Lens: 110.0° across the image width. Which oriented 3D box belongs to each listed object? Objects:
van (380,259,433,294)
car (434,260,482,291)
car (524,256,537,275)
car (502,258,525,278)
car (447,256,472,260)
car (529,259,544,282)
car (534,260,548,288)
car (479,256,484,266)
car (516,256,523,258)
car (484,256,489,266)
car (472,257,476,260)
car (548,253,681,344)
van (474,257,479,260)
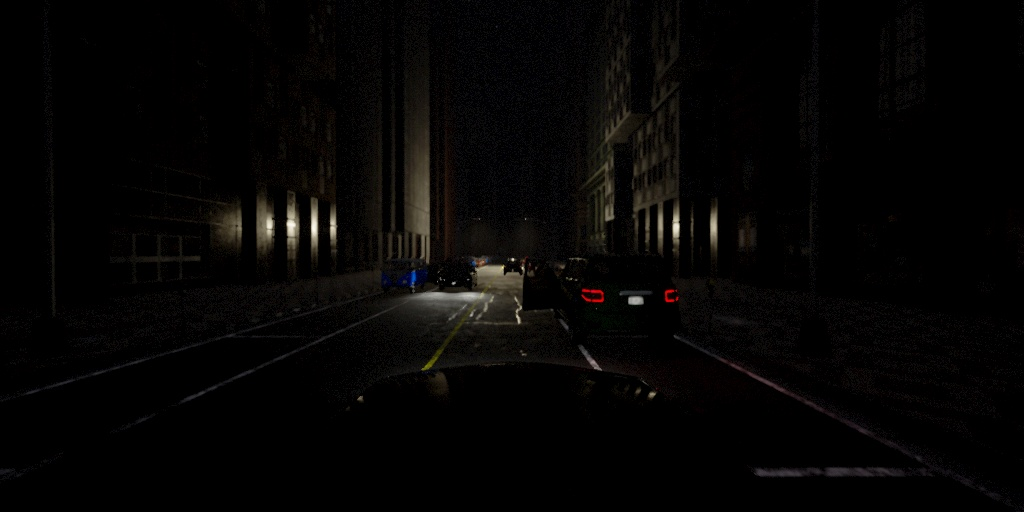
[{"bbox_3d":[-5.764,1.037,19.532,1.690,1.789,3.998,0,0,0],"label":"van"},{"bbox_3d":[-3.100,1.195,21.439,1.837,1.490,4.892,0,0,0],"label":"car"},{"bbox_3d":[2.760,1.069,42.089,1.967,1.591,4.097,0,0,0],"label":"car"},{"bbox_3d":[0.075,1.171,36.934,1.812,1.442,4.674,0,0,0],"label":"car"},{"bbox_3d":[-5.765,0.961,36.442,2.192,1.841,5.009,0,0,0],"label":"car"},{"bbox_3d":[2.761,1.213,30.817,2.007,1.370,4.403,0,0,0],"label":"car"},{"bbox_3d":[2.761,1.205,25.350,1.751,1.417,4.829,0,0,0],"label":"car"},{"bbox_3d":[-5.766,1.036,53.352,1.967,1.591,4.097,0,0,0],"label":"car"},{"bbox_3d":[0.035,1.095,50.445,2.128,1.511,4.902,0,0,1],"label":"car"},{"bbox_3d":[-5.766,1.003,64.626,1.967,1.591,4.097,0,0,0],"label":"car"},{"bbox_3d":[-5.765,1.175,42.079,1.888,1.381,4.507,0,0,0],"label":"car"},{"bbox_3d":[2.394,0.947,9.613,2.150,2.045,5.566,0,0,0],"label":"car"},{"bbox_3d":[-5.765,0.954,47.715,1.690,1.789,3.998,0,0,0],"label":"van"}]
